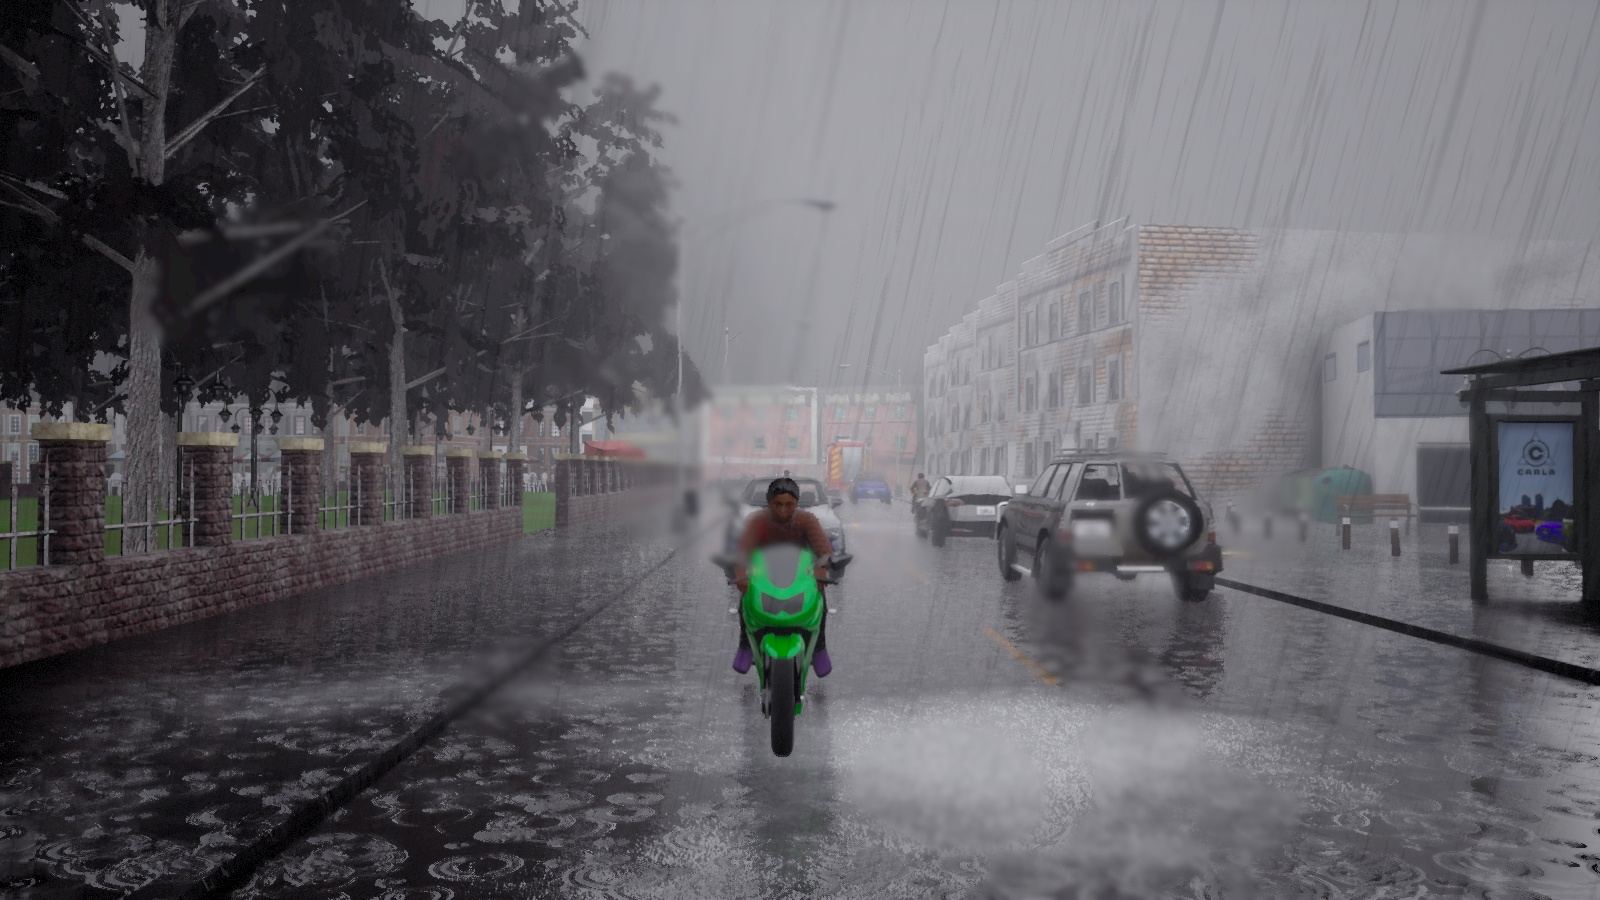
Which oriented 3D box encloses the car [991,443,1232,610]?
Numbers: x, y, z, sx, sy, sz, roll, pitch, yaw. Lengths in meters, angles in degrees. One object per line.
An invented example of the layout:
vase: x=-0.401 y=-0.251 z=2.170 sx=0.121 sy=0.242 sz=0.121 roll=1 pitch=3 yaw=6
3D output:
car: x=3.821 y=0.889 z=16.302 sx=1.932 sy=1.855 sz=4.605 roll=0 pitch=-1 yaw=-1

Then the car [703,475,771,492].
car: x=-4.697 y=2.514 z=94.217 sx=4.718 sy=1.301 sz=1.895 roll=-1 pitch=-1 yaw=21

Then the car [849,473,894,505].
car: x=3.370 y=1.815 z=59.723 sx=1.816 sy=1.474 sz=4.193 roll=0 pitch=-1 yaw=-1

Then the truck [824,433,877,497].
truck: x=3.136 y=0.983 z=80.330 sx=2.891 sy=3.827 sz=8.468 roll=0 pitch=-1 yaw=-1

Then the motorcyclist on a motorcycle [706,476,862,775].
motorcyclist on a motorcycle: x=-0.093 y=0.923 z=7.489 sx=0.797 sy=1.523 sz=2.044 roll=0 pitch=-1 yaw=-1

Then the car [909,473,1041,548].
car: x=3.712 y=1.261 z=27.532 sx=2.163 sy=1.488 sz=4.792 roll=0 pitch=-1 yaw=-1

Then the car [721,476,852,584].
car: x=-0.210 y=1.157 z=19.584 sx=1.816 sy=1.474 sz=4.193 roll=0 pitch=-1 yaw=-1
